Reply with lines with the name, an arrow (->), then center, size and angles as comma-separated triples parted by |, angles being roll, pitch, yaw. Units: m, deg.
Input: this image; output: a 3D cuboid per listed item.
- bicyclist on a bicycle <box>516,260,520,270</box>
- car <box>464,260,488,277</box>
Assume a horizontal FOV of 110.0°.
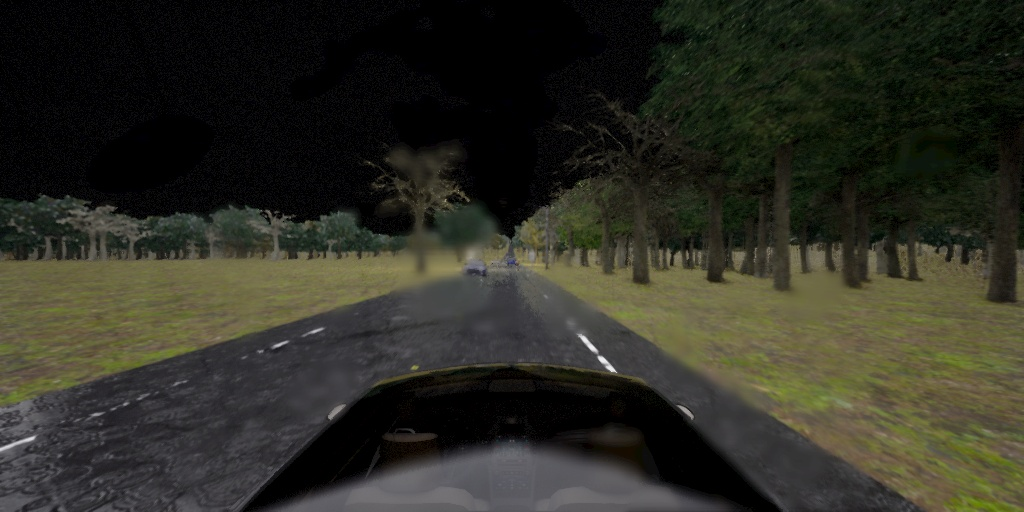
bicyclist on a bicycle -> 0.945, 1.386, 56.107 | 0.582, 1.620, 1.656 | 0, -1, 0
car -> -3.574, 1.194, 36.260 | 2.097, 1.767, 4.553 | 0, 0, 0
